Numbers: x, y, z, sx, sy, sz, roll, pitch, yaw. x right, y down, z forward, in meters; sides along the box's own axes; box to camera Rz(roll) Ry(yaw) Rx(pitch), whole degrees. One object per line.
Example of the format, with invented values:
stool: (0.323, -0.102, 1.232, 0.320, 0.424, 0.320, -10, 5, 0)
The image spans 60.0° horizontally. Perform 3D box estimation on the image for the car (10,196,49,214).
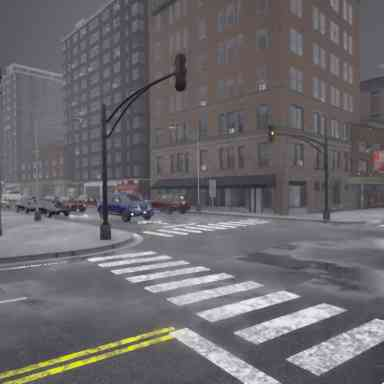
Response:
car: (-16.189, 1.374, 33.166, 1.947, 1.339, 4.313, 0, 1, -44)

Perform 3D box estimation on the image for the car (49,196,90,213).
car: (-12.384, 1.391, 33.190, 1.895, 1.301, 4.718, -1, 1, -44)

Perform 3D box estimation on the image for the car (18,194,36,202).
car: (-29.237, 1.043, 58.879, 1.802, 1.307, 4.206, 0, 1, -44)

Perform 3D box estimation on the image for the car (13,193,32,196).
car: (-20.111, 1.206, 41.187, 1.837, 1.490, 4.892, -1, 1, -44)

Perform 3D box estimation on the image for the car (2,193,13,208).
car: (-23.734, 1.247, 40.951, 1.752, 1.417, 4.829, 0, 1, -44)

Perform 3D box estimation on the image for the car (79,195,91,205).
car: (-13.905, 1.083, 43.058, 1.967, 1.590, 4.097, 0, 1, -44)

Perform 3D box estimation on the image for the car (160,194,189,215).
car: (-2.405, 1.087, 31.192, 2.192, 1.841, 5.009, 0, 1, -44)

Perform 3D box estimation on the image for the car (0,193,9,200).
car: (-40.736, 0.884, 70.743, 1.947, 1.339, 4.313, 0, 1, -44)

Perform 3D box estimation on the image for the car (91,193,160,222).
car: (-5.305, 1.089, 25.882, 2.150, 2.045, 5.566, -1, 1, -44)

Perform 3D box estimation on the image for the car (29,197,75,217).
car: (-12.356, 1.417, 29.212, 1.947, 1.339, 4.313, 0, 1, -44)

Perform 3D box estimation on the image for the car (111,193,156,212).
car: (-6.238, 1.045, 35.147, 2.192, 1.841, 5.009, 0, 1, -44)

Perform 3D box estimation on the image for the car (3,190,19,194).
car: (-31.398, 0.714, 57.403, 2.150, 2.045, 5.566, -1, 1, -44)
